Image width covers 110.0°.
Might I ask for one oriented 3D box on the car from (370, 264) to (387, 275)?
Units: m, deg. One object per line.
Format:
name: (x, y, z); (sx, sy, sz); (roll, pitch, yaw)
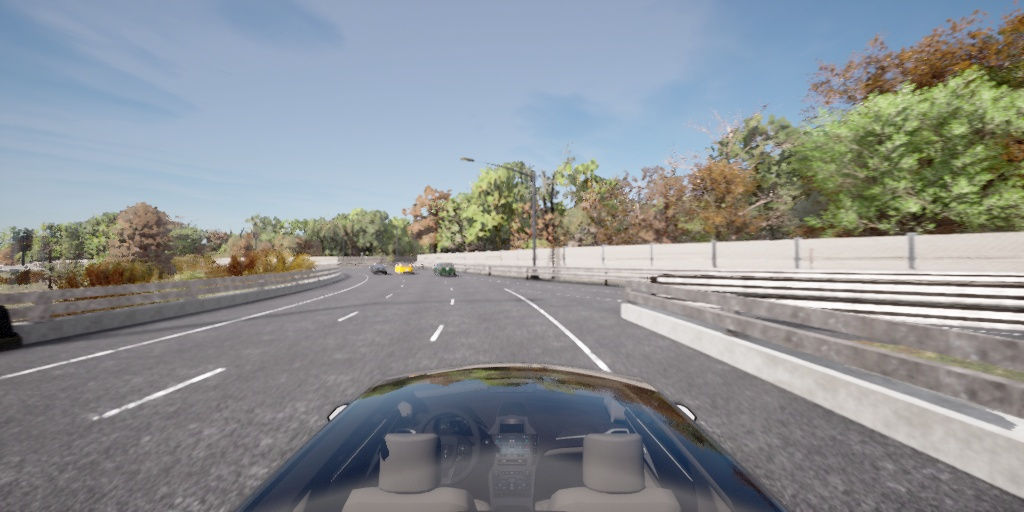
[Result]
car: (-19.024, 1.899, 50.954); (2.033, 1.411, 5.357); (0, -1, -28)

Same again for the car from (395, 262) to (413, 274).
car: (-15.691, 1.814, 51.883); (1.882, 1.535, 5.008); (0, -1, -27)

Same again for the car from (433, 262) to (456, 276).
car: (-8.341, 1.556, 44.025); (2.097, 1.767, 4.553); (0, 0, -21)
